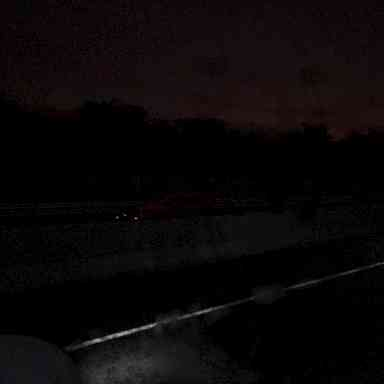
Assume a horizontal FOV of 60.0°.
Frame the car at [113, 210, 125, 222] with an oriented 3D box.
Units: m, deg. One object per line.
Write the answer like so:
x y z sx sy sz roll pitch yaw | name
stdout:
-3.311 1.491 23.120 4.181 1.385 1.994 0 0 -35 | car

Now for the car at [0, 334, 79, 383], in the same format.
-2.955 1.537 1.639 4.674 1.442 1.812 0 0 -35 | car

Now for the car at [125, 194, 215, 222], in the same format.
-0.946 1.146 20.508 5.566 2.045 2.150 0 0 -35 | car

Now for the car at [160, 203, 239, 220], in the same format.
0.778 1.491 17.440 4.181 1.385 1.994 0 0 -35 | car
